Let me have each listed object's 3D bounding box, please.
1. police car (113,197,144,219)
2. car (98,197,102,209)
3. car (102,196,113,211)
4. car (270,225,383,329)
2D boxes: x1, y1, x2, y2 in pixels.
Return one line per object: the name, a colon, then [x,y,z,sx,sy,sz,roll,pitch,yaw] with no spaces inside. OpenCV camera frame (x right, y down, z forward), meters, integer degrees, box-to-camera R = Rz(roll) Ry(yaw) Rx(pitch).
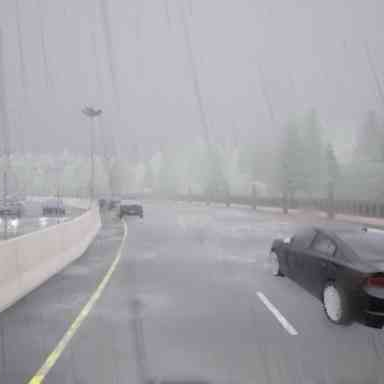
police car: [-5.318,1.296,28.137,1.930,1.638,5.238,0,0,-17]
car: [-11.107,1.321,43.036,1.837,1.490,4.892,0,0,-26]
car: [-8.646,1.340,37.520,1.837,1.490,4.892,0,0,-22]
car: [3.158,1.424,7.021,1.882,1.535,5.008,0,0,-4]
